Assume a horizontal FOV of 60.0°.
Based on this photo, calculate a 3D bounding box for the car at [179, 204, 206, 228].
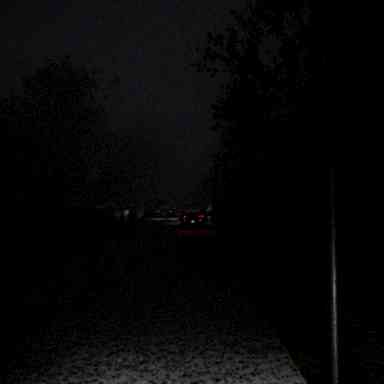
[{"bbox_3d":[0.047,1.843,24.681,1.812,1.442,4.674,0,-1,0],"label":"car"}]

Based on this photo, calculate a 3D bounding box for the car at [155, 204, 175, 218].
[{"bbox_3d":[-2.944,2.129,37.568,1.812,1.442,4.674,0,-1,0],"label":"car"}]

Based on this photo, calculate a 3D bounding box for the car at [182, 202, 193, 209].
[{"bbox_3d":[-1.018,3.243,78.630,1.882,1.535,5.008,0,-2,7],"label":"car"}]
